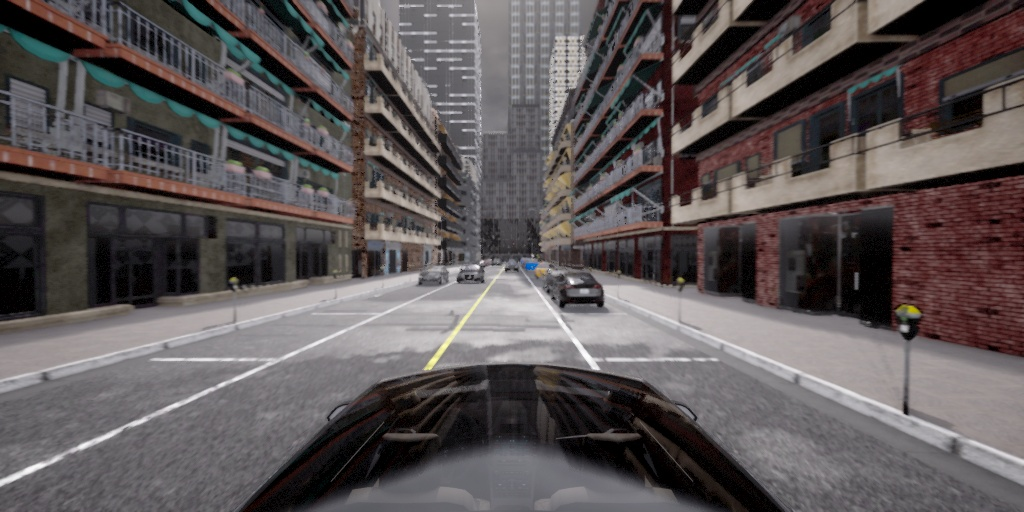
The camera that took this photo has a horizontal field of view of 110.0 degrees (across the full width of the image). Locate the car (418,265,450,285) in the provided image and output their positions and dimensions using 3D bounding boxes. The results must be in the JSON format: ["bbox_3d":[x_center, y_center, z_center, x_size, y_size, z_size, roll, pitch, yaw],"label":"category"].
[{"bbox_3d":[-5.689,1.357,26.574,2.007,1.370,4.403,0,0,0],"label":"car"}]

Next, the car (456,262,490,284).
[{"bbox_3d":[-3.089,1.373,27.967,1.994,1.385,4.181,0,0,0],"label":"car"}]

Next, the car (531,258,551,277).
[{"bbox_3d":[3.003,1.277,33.148,1.801,1.575,5.366,0,0,0],"label":"car"}]

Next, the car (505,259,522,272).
[{"bbox_3d":[0.017,1.455,47.353,1.895,1.301,4.718,0,0,0],"label":"car"}]

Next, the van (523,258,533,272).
[{"bbox_3d":[2.693,1.199,48.952,1.690,1.789,3.998,0,0,0],"label":"van"}]

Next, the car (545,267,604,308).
[{"bbox_3d":[2.690,1.346,15.340,1.948,1.339,4.313,0,0,0],"label":"car"}]

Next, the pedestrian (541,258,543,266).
[{"bbox_3d":[3.003,1.122,36.129,0.375,1.860,0.375,-1,1,-3],"label":"pedestrian"}]

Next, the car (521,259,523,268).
[{"bbox_3d":[2.694,1.422,54.554,2.007,1.370,4.403,0,0,0],"label":"car"}]

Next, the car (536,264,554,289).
[{"bbox_3d":[2.691,1.344,20.943,2.007,1.370,4.403,0,0,0],"label":"car"}]
